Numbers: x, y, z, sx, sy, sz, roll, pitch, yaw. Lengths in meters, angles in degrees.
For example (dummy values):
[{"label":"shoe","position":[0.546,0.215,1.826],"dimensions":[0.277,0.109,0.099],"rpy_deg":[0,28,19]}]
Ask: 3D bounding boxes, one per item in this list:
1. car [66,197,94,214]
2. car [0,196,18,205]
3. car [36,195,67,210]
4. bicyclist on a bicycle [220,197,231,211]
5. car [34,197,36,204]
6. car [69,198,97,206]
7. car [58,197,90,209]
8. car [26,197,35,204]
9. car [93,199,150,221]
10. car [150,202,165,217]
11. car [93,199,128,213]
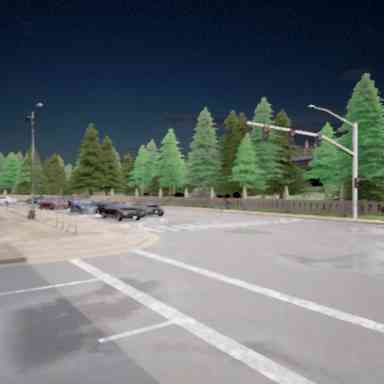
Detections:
[{"label":"car","position":[-11.305,1.517,34.808],"dimensions":[1.812,1.442,4.674],"rpy_deg":[0,0,-36]},{"label":"car","position":[-32.778,1.498,58.201],"dimensions":[4.674,1.442,1.812],"rpy_deg":[0,0,12]},{"label":"car","position":[-17.571,1.340,42.500],"dimensions":[4.553,1.767,2.097],"rpy_deg":[0,0,42]},{"label":"bicyclist on a bicycle","position":[3.869,1.357,38.533],"dimensions":[1.656,1.620,0.582],"rpy_deg":[0,0,-35]},{"label":"car","position":[-23.240,1.600,55.043],"dimensions":[4.718,1.301,1.895],"rpy_deg":[0,0,26]},{"label":"car","position":[-18.489,1.621,56.462],"dimensions":[4.718,1.301,1.895],"rpy_deg":[0,0,31]},{"label":"car","position":[-16.415,1.493,46.175],"dimensions":[4.902,1.511,2.128],"rpy_deg":[0,0,41]},{"label":"car","position":[-27.798,1.502,60.736],"dimensions":[4.892,1.490,1.837],"rpy_deg":[0,0,14]},{"label":"car","position":[-5.861,1.539,27.097],"dimensions":[2.033,1.411,5.357],"rpy_deg":[0,0,-37]},{"label":"car","position":[-4.265,1.571,30.918],"dimensions":[1.994,1.385,4.181],"rpy_deg":[0,0,-35]},{"label":"car","position":[-9.541,1.555,38.422],"dimensions":[2.033,1.411,5.357],"rpy_deg":[0,0,-36]}]
